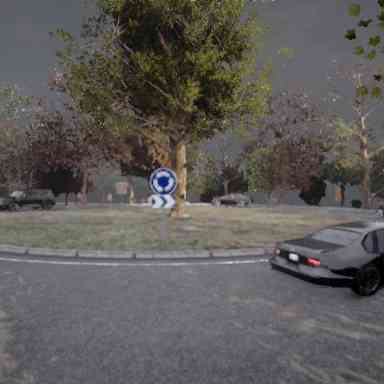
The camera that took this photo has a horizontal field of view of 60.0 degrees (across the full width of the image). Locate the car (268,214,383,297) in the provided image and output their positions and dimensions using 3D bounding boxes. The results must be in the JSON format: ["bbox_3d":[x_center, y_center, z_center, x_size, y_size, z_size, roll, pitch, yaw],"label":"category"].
[{"bbox_3d":[4.516,1.431,8.063,5.357,1.411,2.033,0,1,-21],"label":"car"}]

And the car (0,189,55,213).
[{"bbox_3d":[-15.592,0.777,31.153,2.150,2.045,5.566,0,1,31],"label":"car"}]

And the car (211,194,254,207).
[{"bbox_3d":[4.592,0.947,38.097,4.902,1.511,2.128,0,1,25],"label":"car"}]

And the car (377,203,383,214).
[{"bbox_3d":[14.405,1.183,22.558,1.837,1.490,4.892,1,1,5],"label":"car"}]
